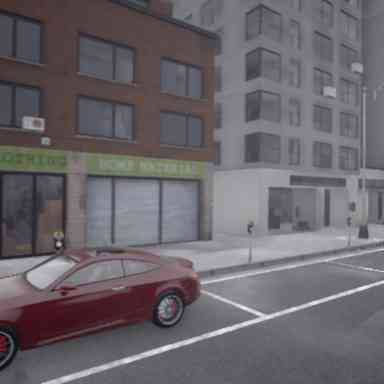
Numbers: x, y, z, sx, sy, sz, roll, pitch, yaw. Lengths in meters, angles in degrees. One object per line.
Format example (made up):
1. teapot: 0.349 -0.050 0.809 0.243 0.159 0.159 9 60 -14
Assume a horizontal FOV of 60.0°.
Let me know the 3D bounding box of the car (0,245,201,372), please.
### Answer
1. car: -1.763 1.599 5.505 4.206 1.307 1.802 1 0 -35
